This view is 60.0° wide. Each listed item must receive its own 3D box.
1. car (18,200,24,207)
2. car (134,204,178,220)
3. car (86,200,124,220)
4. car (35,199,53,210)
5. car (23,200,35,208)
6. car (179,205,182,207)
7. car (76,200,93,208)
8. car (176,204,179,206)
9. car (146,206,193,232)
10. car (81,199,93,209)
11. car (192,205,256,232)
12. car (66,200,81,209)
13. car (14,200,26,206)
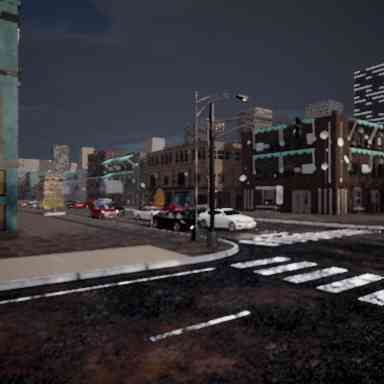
[{"bbox_3d":[-38.054,2.505,75.191,1.967,1.590,4.097,-1,0,-35],"label":"car"},{"bbox_3d":[-3.626,2.064,31.399,1.895,1.301,4.718,0,-1,-35],"label":"car"},{"bbox_3d":[-9.127,1.971,34.634,1.967,1.590,4.097,-1,0,-35],"label":"car"},{"bbox_3d":[-25.097,2.358,57.027,1.752,1.417,4.829,-1,0,-35],"label":"car"},{"bbox_3d":[-31.624,2.501,66.179,2.008,1.369,4.403,-1,0,-35],"label":"car"},{"bbox_3d":[0.911,2.016,34.994,2.008,1.369,4.403,-1,0,-35],"label":"car"},{"bbox_3d":[-21.587,2.435,66.539,1.887,1.381,4.507,-1,0,-35],"label":"car"},{"bbox_3d":[-2.303,2.110,39.501,1.802,1.307,4.206,-1,0,-35],"label":"car"},{"bbox_3d":[-1.166,1.937,23.266,1.947,1.339,4.313,-1,0,-35],"label":"car"},{"bbox_3d":[-18.377,2.147,62.033,2.192,1.841,5.009,-1,0,-35],"label":"car"},{"bbox_3d":[2.325,1.872,23.107,1.812,1.442,4.674,0,-1,-37],"label":"car"},{"bbox_3d":[-21.316,2.412,61.711,1.994,1.385,4.181,0,-1,-35],"label":"car"},{"bbox_3d":[-41.266,2.673,79.697,2.008,1.369,4.403,-1,0,-35],"label":"car"}]
